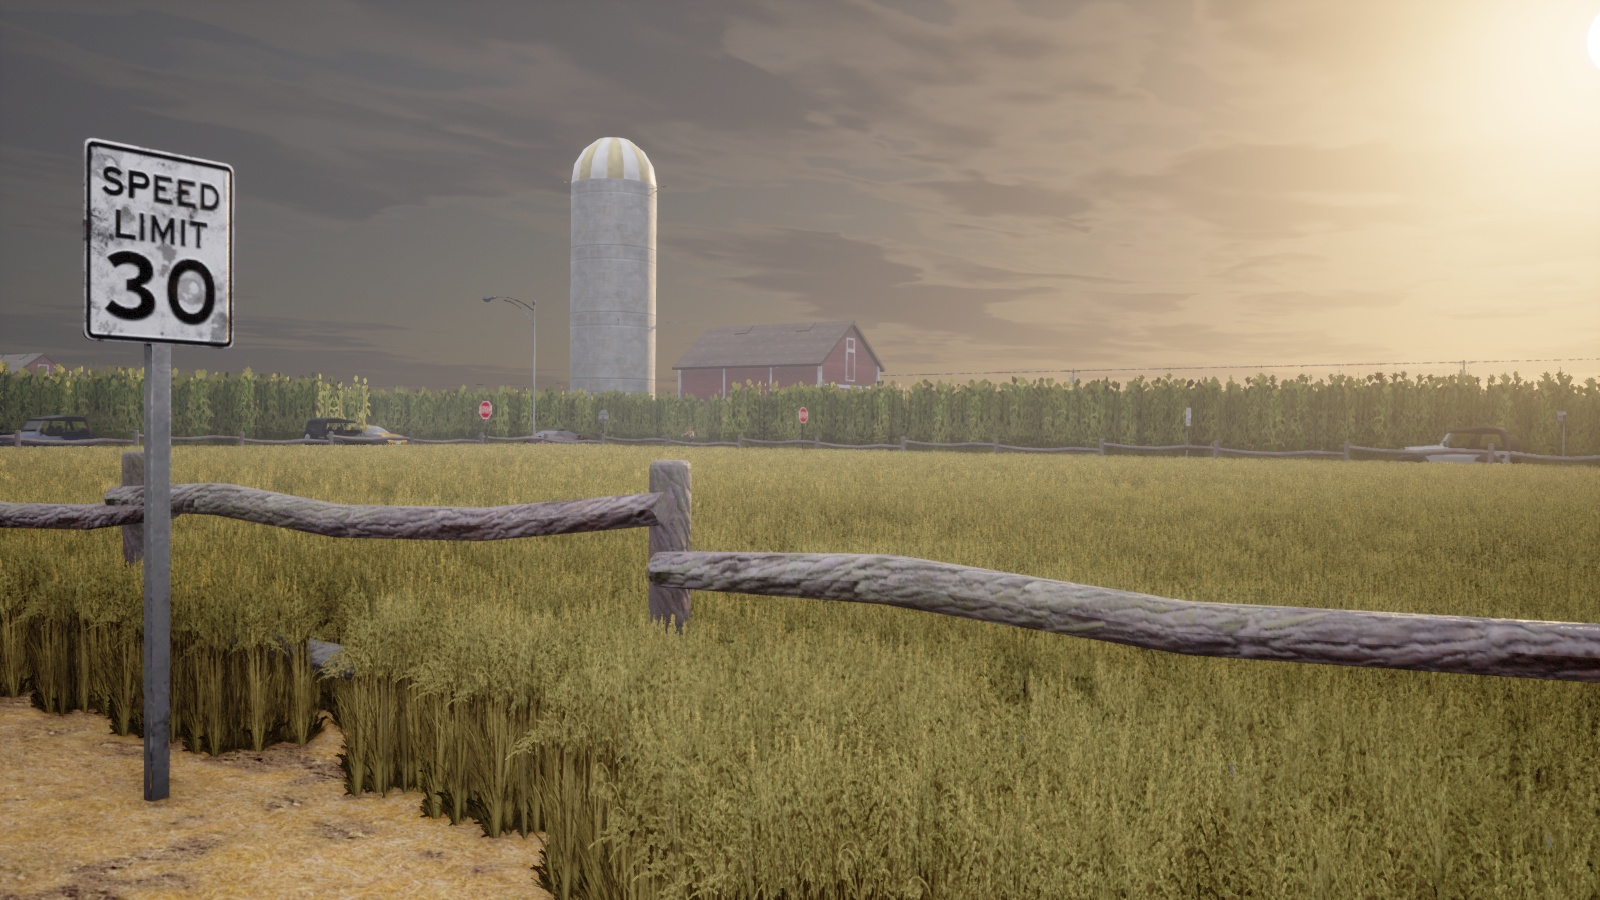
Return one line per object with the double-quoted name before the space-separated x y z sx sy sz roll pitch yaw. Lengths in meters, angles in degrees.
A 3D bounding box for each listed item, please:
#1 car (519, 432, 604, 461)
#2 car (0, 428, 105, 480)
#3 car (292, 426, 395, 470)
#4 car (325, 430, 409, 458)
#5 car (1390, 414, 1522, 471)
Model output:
"car" -12.566 -0.203 66.290 1.994 1.385 4.181 0 1 35
"car" -29.069 0.123 48.021 1.905 1.878 3.866 0 1 35
"car" -20.116 -0.122 55.453 1.905 1.878 3.866 0 1 35
"car" -25.212 -0.358 73.115 5.366 1.575 1.801 0 1 35
"car" 22.607 -0.274 43.308 3.866 1.878 1.905 0 1 34
